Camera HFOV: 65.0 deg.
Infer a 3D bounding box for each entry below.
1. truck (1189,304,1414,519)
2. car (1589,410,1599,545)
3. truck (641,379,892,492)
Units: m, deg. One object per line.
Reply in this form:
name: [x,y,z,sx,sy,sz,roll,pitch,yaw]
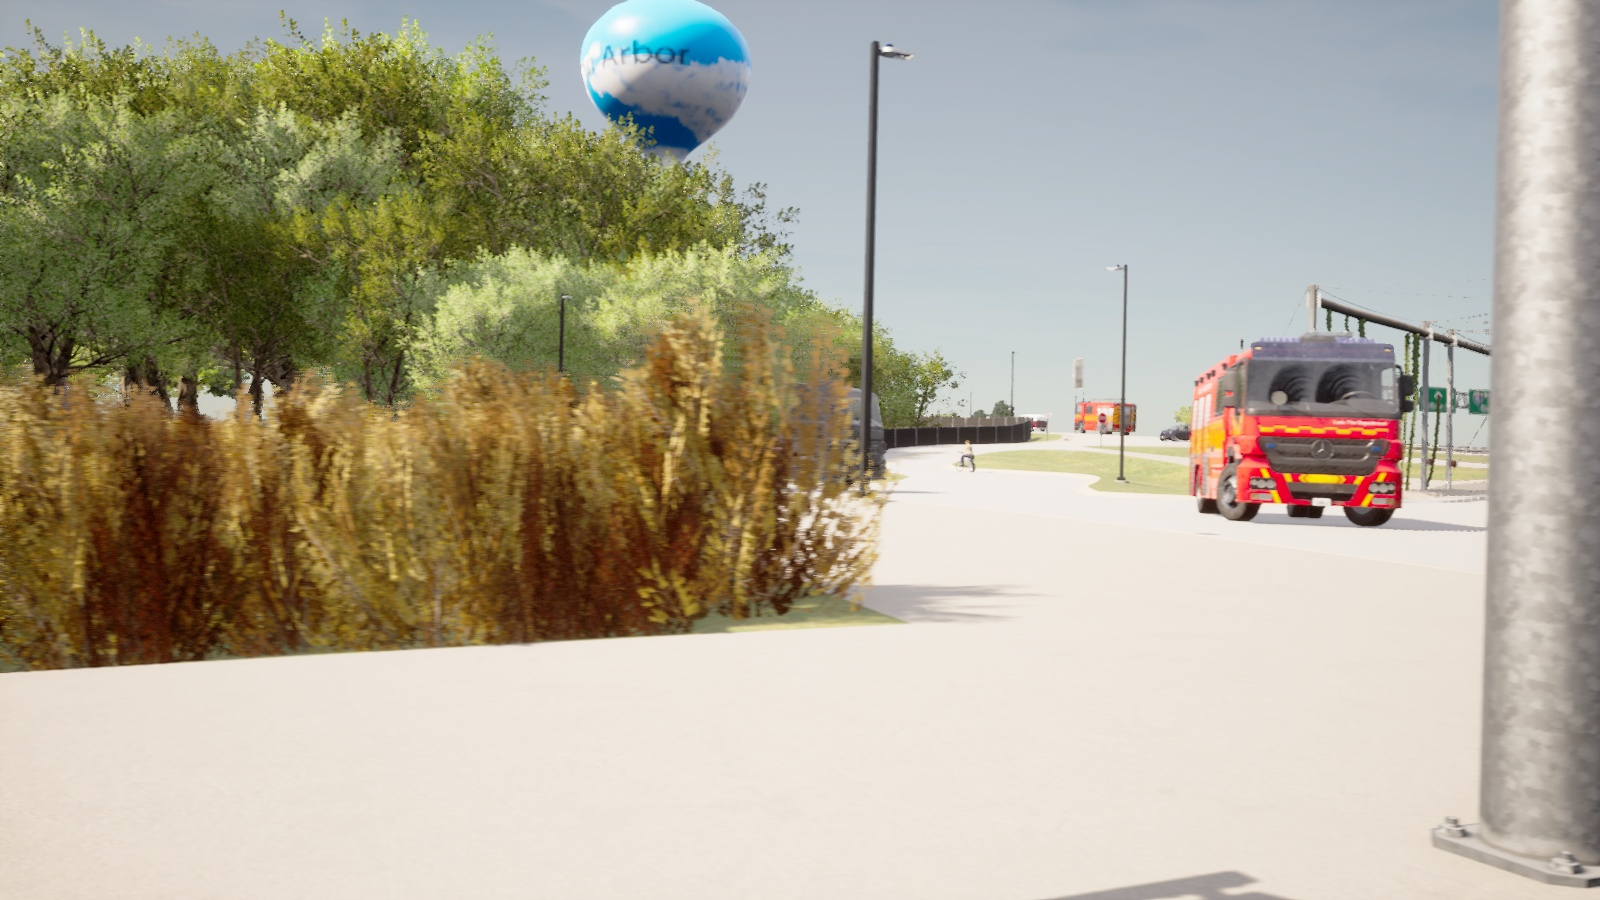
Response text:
truck: [10.300,-0.639,26.773,2.891,3.827,8.468,1,-1,11]
car: [12.246,0.404,14.831,2.097,1.767,4.553,1,1,-22]
truck: [-1.180,-0.385,41.497,7.936,3.462,2.891,-1,-1,29]
